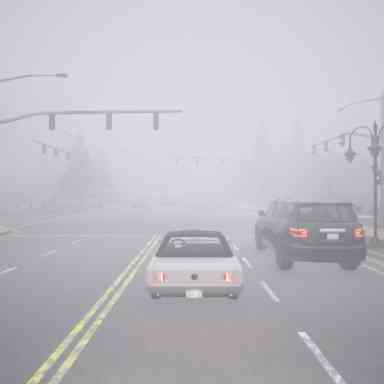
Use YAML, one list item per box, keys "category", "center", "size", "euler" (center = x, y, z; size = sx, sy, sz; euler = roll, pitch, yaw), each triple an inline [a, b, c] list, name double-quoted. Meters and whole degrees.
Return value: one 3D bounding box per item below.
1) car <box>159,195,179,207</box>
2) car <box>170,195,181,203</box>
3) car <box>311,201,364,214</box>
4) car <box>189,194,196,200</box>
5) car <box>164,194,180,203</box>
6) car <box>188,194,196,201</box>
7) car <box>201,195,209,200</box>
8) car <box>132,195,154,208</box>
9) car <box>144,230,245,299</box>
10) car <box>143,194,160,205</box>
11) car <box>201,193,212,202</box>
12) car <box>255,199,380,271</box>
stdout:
- category: "car"
  center: [-3.577, 1.564, 51.859]
  size: [1.994, 1.385, 4.181]
  euler: [0, 0, 0]
- category: "car"
  center: [-3.487, 1.525, 70.774]
  size: [2.128, 1.511, 4.902]
  euler: [0, 0, 0]
- category: "car"
  center: [14.939, 1.601, 34.318]
  size: [4.718, 1.301, 1.895]
  euler: [0, 0, 0]
- category: "car"
  center: [0.016, 1.379, 89.851]
  size: [1.812, 1.442, 4.674]
  euler: [0, 0, 0]
- category: "car"
  center: [-3.570, 1.505, 60.576]
  size: [1.837, 1.490, 4.892]
  euler: [0, 0, -1]
- category: "car"
  center: [0.014, 1.514, 79.543]
  size: [1.812, 1.442, 4.674]
  euler: [0, 0, 0]
- category: "car"
  center: [3.516, 1.407, 89.851]
  size: [1.994, 1.385, 4.181]
  euler: [0, 0, 0]
- category: "car"
  center: [-7.130, 1.547, 47.176]
  size: [2.033, 1.411, 5.357]
  euler: [0, 0, 2]
- category: "car"
  center: [0.064, 1.601, 8.379]
  size: [1.895, 1.301, 4.718]
  euler: [0, 0, 0]
- category: "car"
  center: [-7.073, 1.547, 57.247]
  size: [2.033, 1.411, 5.357]
  euler: [0, 0, 0]
- category: "car"
  center: [3.514, 1.215, 79.199]
  size: [2.150, 2.045, 5.566]
  euler: [0, 0, 0]
- category: "car"
  center: [3.581, 1.221, 11.103]
  size: [2.150, 2.045, 5.566]
  euler: [0, 0, 0]
